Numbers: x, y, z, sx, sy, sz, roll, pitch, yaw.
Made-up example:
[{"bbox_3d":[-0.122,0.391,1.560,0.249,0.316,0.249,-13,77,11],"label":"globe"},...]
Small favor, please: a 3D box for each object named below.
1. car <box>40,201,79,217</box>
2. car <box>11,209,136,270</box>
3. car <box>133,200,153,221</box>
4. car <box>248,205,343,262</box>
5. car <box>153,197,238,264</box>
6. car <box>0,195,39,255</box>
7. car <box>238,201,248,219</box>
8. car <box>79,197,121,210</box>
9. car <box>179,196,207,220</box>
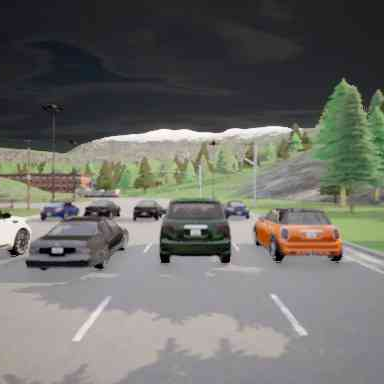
[{"bbox_3d":[-10.421,1.436,26.489,1.812,1.442,4.674,0,0,0],"label":"car"},{"bbox_3d":[-3.398,1.510,10.887,2.033,1.411,5.357,0,0,0],"label":"car"},{"bbox_3d":[-3.421,1.388,26.263,1.882,1.535,5.008,0,0,0],"label":"car"},{"bbox_3d":[3.598,1.311,12.145,2.097,1.767,4.553,0,0,0],"label":"car"},{"bbox_3d":[0.098,1.182,11.769,2.150,2.045,5.566,0,0,0],"label":"car"},{"bbox_3d":[-6.901,1.191,9.694,2.150,2.045,5.566,0,1,0],"label":"car"},{"bbox_3d":[3.561,1.432,27.535,1.812,1.442,4.674,0,0,-1],"label":"car"},{"bbox_3d":[-6.927,1.388,26.280,1.882,1.535,5.008,0,0,1],"label":"car"},{"bbox_3d":[0.056,1.258,27.717,2.097,1.767,4.553,0,0,-1],"label":"car"}]
